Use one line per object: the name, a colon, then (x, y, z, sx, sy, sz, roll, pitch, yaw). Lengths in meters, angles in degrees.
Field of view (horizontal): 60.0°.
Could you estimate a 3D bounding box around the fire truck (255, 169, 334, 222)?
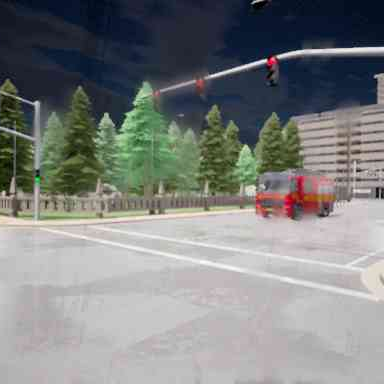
fire truck: (8.531, 0.233, 26.855, 2.891, 3.827, 8.468, 1, 1, 43)
